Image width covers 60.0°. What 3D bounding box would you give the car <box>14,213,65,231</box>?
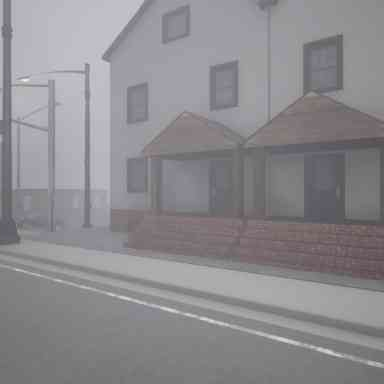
[{"bbox_3d":[-13.566,2.633,29.212,1.837,1.490,4.892,0,-8,36],"label":"car"}]
